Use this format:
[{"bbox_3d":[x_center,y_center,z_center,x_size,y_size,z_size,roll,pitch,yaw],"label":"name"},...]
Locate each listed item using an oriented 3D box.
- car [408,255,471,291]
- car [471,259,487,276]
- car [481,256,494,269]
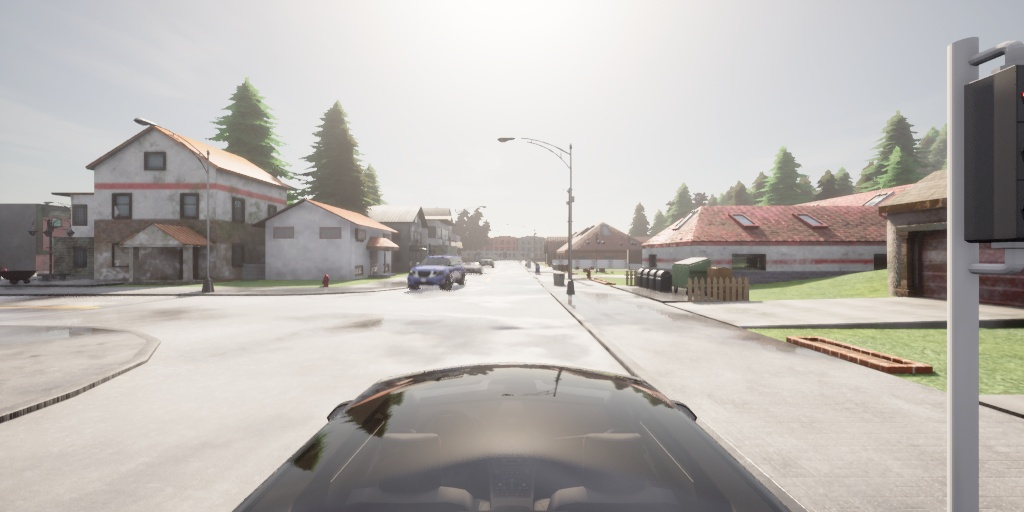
[{"bbox_3d":[-4.431,0.972,22.175,2.150,2.045,5.566,0,0,8],"label":"car"},{"bbox_3d":[-4.087,1.314,37.873,1.994,1.385,4.181,0,0,0],"label":"car"},{"bbox_3d":[-4.043,0.974,58.331,2.150,2.045,5.566,0,0,0],"label":"car"}]
